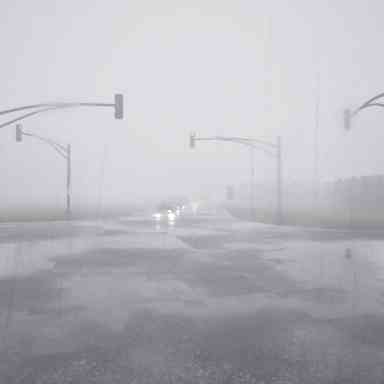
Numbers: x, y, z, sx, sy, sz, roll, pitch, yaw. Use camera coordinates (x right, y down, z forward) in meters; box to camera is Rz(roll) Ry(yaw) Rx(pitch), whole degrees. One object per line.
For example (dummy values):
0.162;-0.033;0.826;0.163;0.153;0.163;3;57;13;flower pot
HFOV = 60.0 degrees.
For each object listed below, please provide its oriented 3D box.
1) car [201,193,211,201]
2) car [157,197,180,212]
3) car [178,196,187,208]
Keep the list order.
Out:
3.362;1.191;79.079;2.150;2.045;5.566;0;0;5;car
-2.812;1.600;38.245;1.895;1.301;4.718;0;0;3;car
-2.358;1.486;47.560;2.128;1.511;4.902;0;0;3;car
